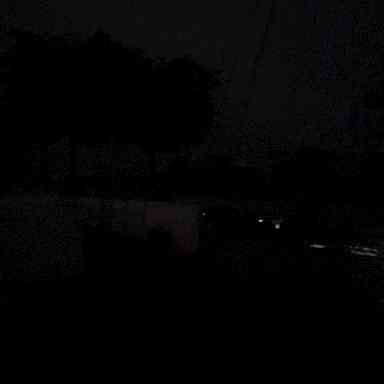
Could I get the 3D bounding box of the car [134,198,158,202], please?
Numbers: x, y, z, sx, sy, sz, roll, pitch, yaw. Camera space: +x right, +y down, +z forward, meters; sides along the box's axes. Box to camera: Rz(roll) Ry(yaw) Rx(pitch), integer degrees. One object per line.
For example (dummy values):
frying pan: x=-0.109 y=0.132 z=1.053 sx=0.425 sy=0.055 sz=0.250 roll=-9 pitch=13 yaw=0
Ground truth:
car: x=-3.441 y=1.212 z=25.783 sx=1.812 sy=1.442 sz=4.674 roll=2 pitch=0 yaw=-36

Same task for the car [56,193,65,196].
car: x=-17.160 y=0.909 z=44.642 sx=1.837 sy=1.490 sz=4.892 roll=2 pitch=-1 yaw=-36

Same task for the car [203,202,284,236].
car: x=2.574 y=1.320 z=17.569 sx=2.128 sy=1.511 sz=4.902 roll=2 pitch=0 yaw=-36

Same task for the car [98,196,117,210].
car: x=-9.473 y=1.102 z=34.023 sx=2.033 sy=1.411 sz=5.357 roll=2 pitch=0 yaw=-36
